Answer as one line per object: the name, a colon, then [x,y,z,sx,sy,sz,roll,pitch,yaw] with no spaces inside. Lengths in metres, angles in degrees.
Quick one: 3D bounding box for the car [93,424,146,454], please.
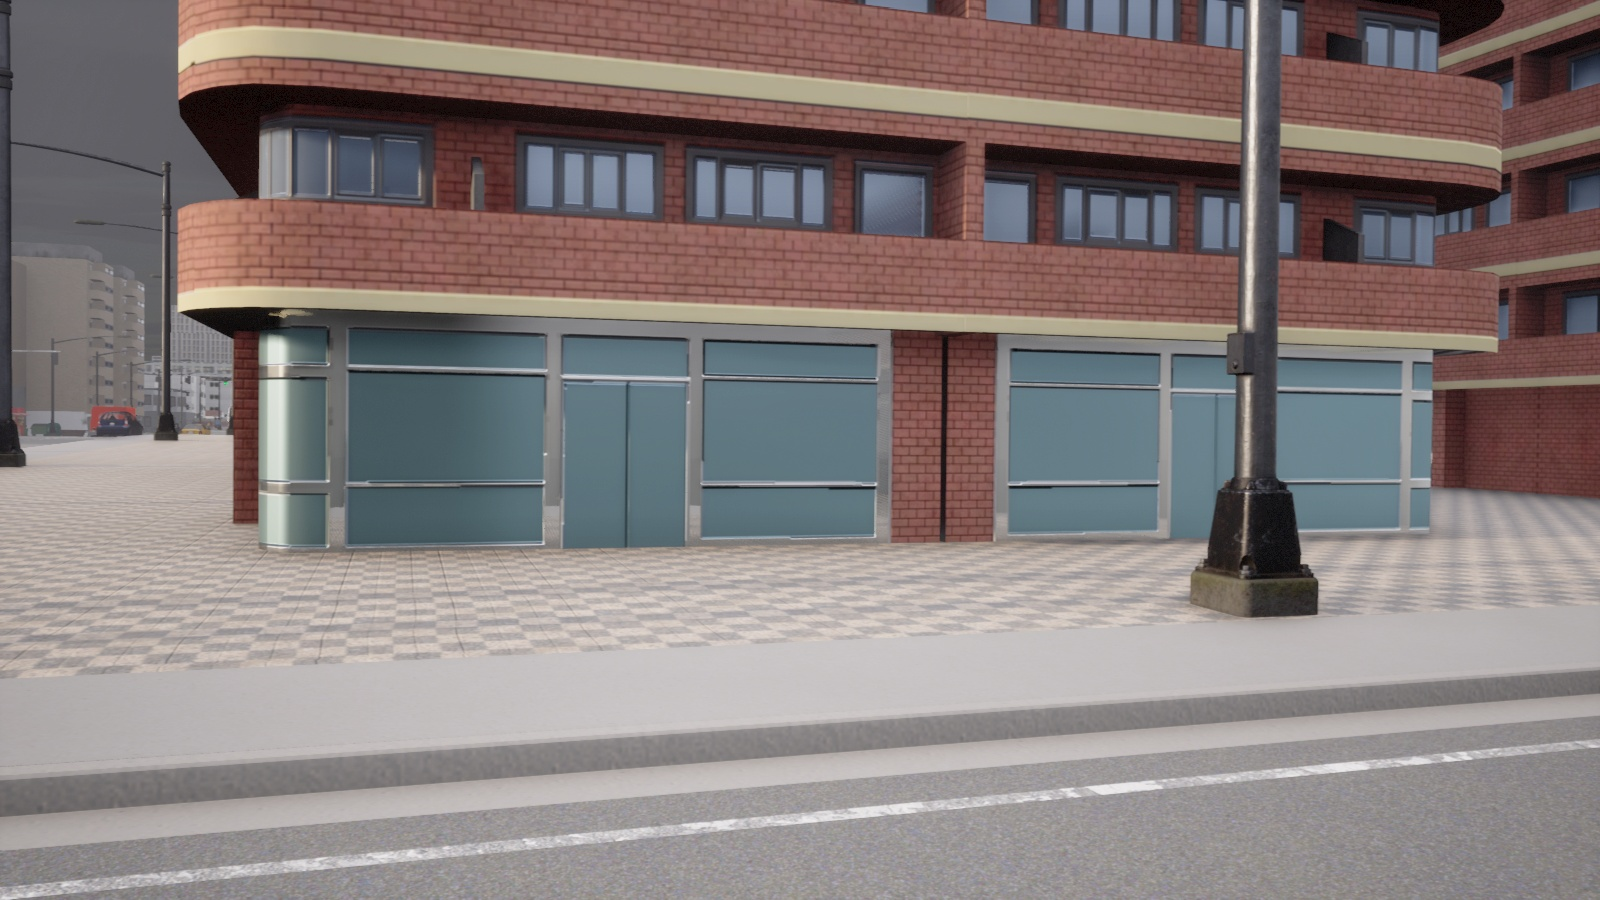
car: [-39.842,-0.623,73.613,1.851,1.617,3.988,-1,-1,-15]
